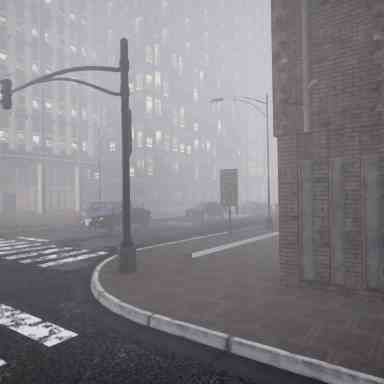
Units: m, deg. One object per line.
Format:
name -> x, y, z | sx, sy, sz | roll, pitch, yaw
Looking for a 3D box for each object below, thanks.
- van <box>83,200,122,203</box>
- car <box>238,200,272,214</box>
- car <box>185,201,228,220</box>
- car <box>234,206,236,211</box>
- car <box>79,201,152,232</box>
van -> -5.974, 1.460, 23.464 | 1.690, 1.788, 3.998 | -2, -1, 36
car -> 7.282, 1.707, 37.485 | 1.895, 1.301, 4.718 | -1, -1, 36
car -> 1.329, 1.563, 29.197 | 1.882, 1.535, 5.008 | -1, -1, 36
car -> 6.864, 1.689, 41.370 | 1.752, 1.417, 4.829 | -2, -1, 36
car -> -4.599, 1.558, 20.949 | 2.128, 1.511, 4.902 | -1, -1, 34
